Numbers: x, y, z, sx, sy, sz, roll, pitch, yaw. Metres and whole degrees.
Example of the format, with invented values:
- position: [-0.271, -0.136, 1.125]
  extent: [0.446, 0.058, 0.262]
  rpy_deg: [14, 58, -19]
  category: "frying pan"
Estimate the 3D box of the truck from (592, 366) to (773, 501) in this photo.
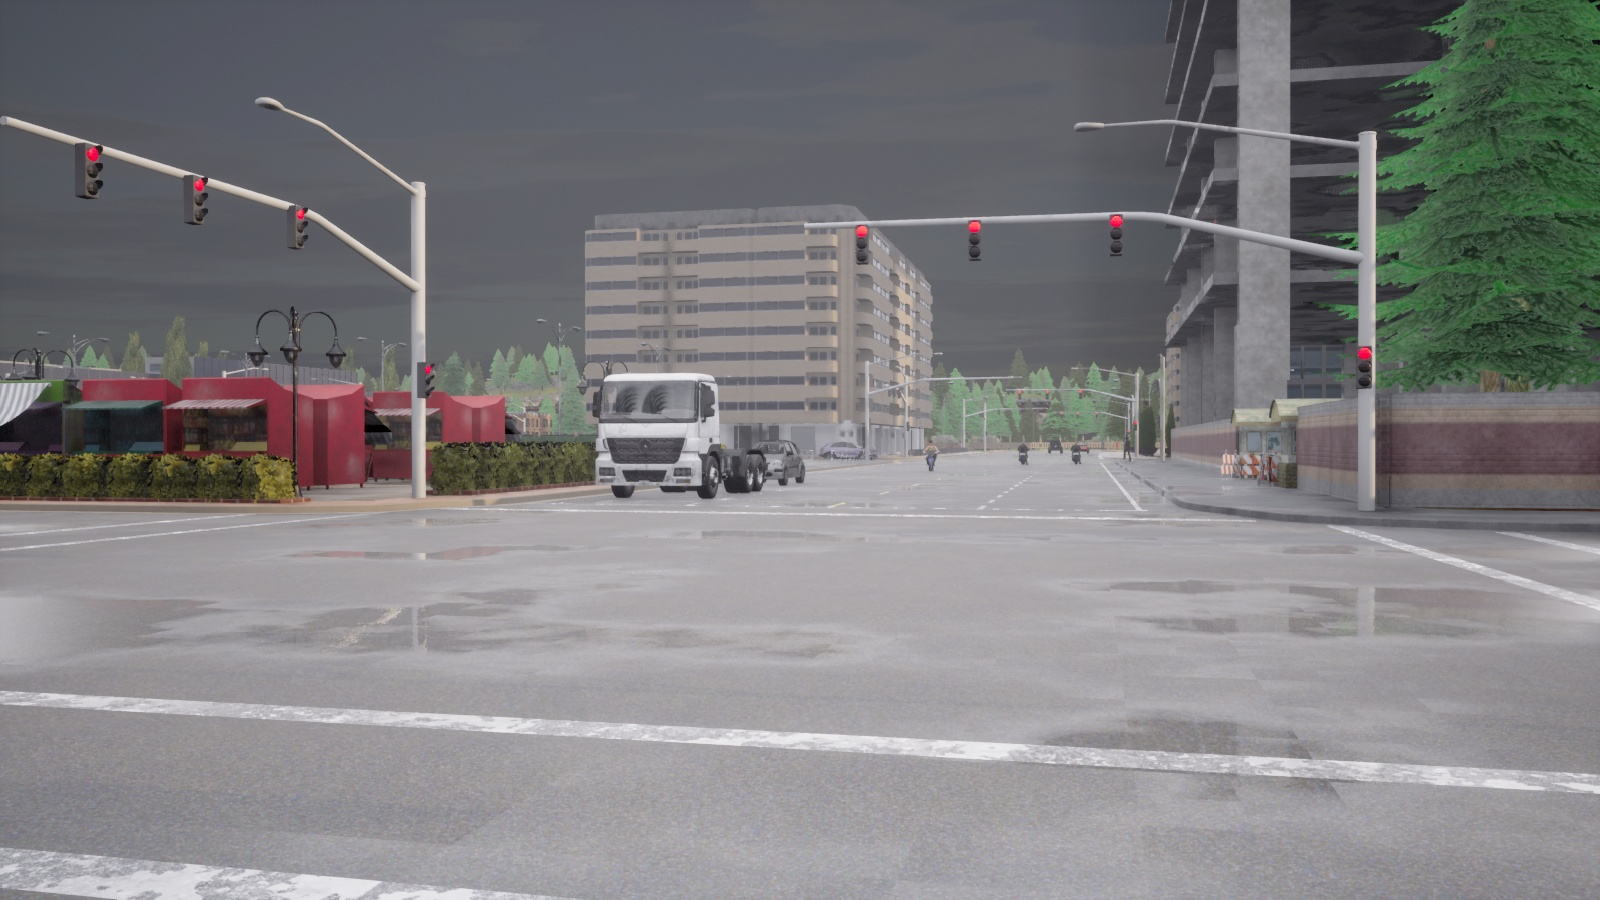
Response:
- position: [-3.137, -0.442, 36.214]
  extent: [2.891, 3.462, 7.936]
  rpy_deg: [0, 0, 13]
  category: "truck"

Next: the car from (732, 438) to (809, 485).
- position: [-1.019, 0.387, 45.574]
  extent: [1.851, 1.617, 3.988]
  rpy_deg: [0, 0, 13]
  category: "car"
